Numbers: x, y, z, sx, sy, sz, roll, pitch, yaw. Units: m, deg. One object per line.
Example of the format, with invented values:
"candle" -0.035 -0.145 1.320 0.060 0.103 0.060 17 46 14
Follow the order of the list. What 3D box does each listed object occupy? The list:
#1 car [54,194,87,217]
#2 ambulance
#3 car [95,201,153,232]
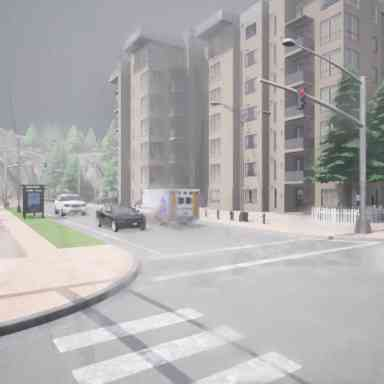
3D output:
"car" -11.938 1.242 32.514 2.150 2.045 5.566 0 0 -32
"ambulance" -1.996 1.050 23.394 2.351 2.431 6.366 0 0 -32
"car" -4.488 1.497 20.588 1.882 1.535 5.008 0 0 -32
